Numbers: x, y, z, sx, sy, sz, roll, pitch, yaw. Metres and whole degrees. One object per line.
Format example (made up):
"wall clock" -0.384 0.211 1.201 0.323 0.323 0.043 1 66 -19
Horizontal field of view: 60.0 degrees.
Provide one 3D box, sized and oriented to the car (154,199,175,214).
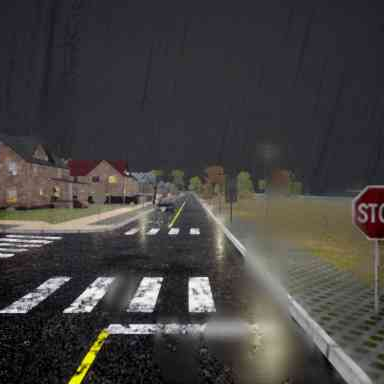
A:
"car" -2.816 1.493 34.954 2.128 1.511 4.902 0 0 0
